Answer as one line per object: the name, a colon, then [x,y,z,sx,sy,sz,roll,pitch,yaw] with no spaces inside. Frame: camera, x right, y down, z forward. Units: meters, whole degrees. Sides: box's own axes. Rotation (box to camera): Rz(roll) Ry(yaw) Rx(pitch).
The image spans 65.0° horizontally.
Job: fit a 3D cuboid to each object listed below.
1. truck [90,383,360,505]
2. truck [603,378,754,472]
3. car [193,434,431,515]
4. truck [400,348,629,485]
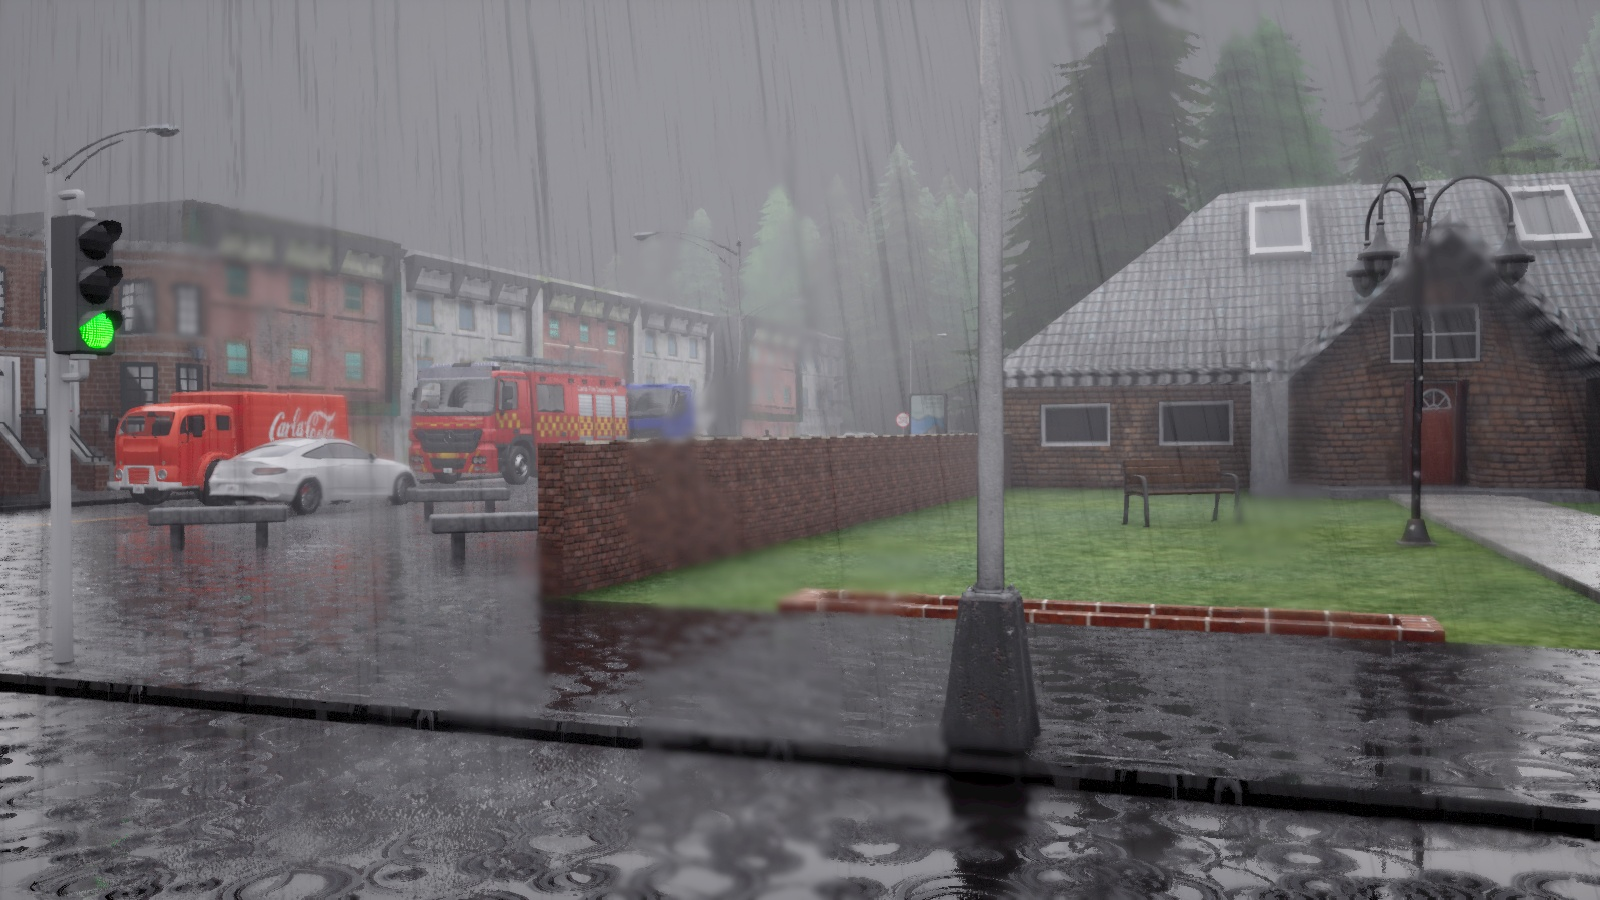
truck: [-12.732,-0.161,28.262,2.627,2.467,5.204,1,1,20]
truck: [-4.694,-0.980,50.418,2.891,3.462,7.936,1,1,20]
car: [-9.600,0.413,25.185,1.812,1.442,4.674,1,1,20]
truck: [-8.667,-1.003,39.476,2.891,3.827,8.468,1,1,20]
